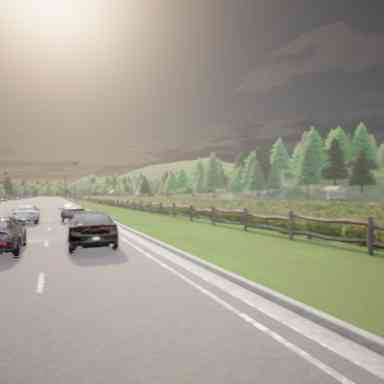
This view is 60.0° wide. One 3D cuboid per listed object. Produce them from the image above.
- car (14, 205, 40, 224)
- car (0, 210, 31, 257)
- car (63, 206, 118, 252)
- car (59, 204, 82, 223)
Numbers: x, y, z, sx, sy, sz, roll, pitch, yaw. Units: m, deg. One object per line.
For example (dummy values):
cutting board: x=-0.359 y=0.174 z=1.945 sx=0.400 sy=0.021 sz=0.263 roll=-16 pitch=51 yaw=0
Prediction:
car: x=-13.366 y=1.787 z=26.832 sx=1.812 sy=1.442 sz=4.674 roll=0 pitch=0 yaw=-22
car: x=-7.602 y=1.662 z=12.979 sx=1.812 sy=1.442 sz=4.674 roll=0 pitch=0 yaw=-22
car: x=-4.501 y=1.593 z=14.642 sx=1.882 sy=1.535 sz=5.008 roll=0 pitch=0 yaw=-22
car: x=-9.986 y=1.727 z=27.806 sx=2.128 sy=1.511 sz=4.902 roll=0 pitch=0 yaw=-22
